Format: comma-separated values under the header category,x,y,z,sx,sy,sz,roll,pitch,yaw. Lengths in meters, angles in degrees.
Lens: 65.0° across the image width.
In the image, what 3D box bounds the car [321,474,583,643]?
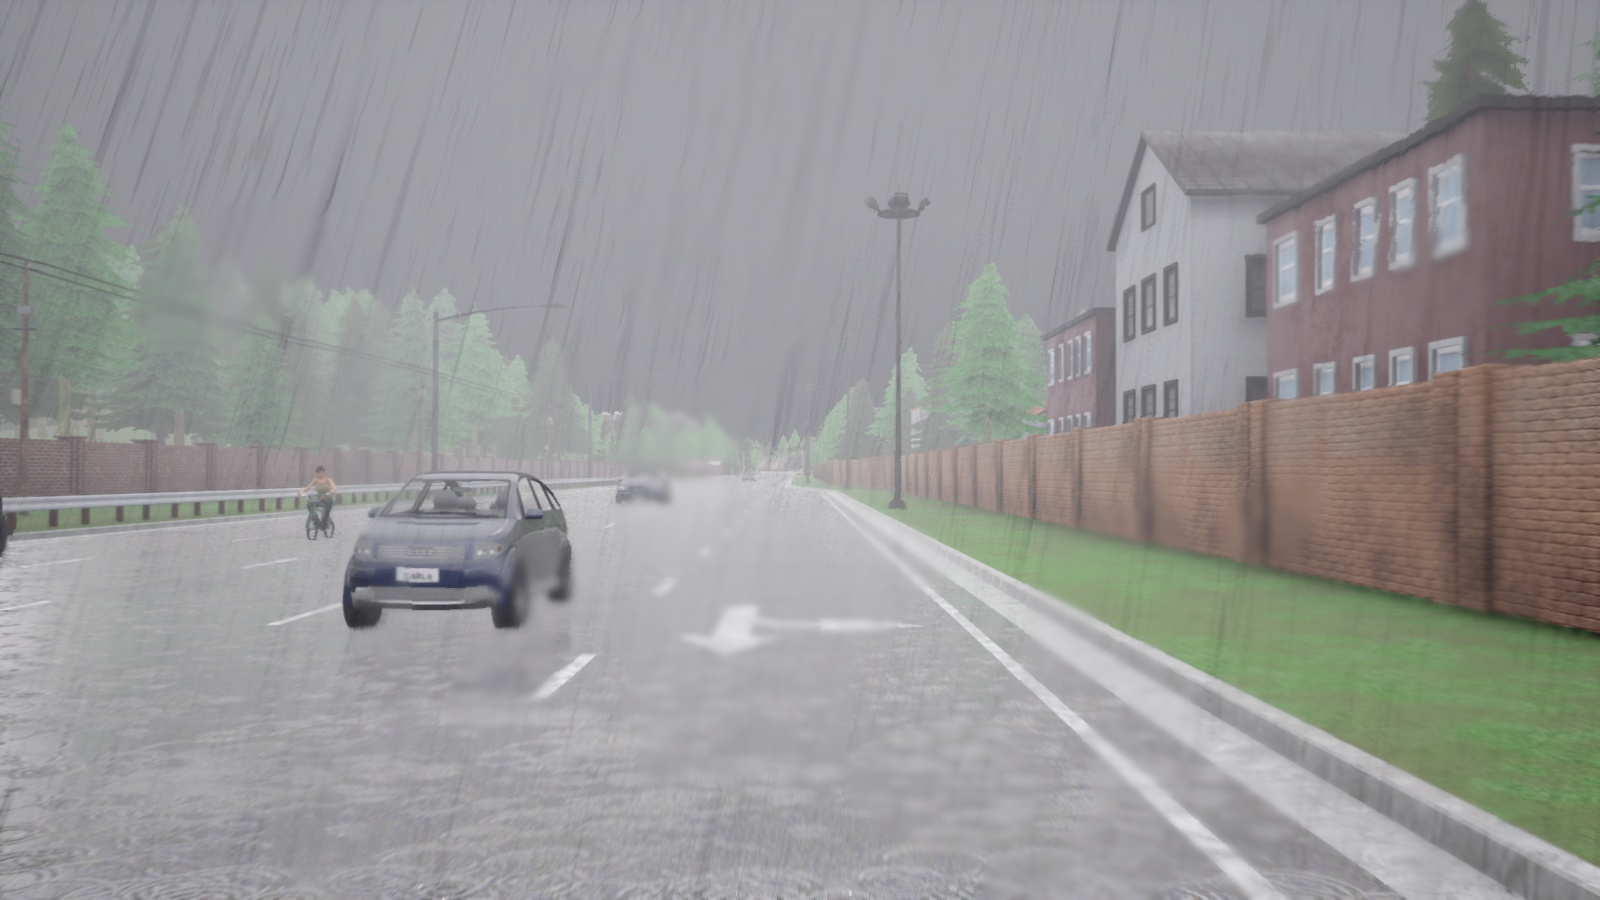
category,x,y,z,sx,sy,sz,roll,pitch,yaw
car,-3.533,1.035,13.446,1.789,1.549,3.705,0,-1,0

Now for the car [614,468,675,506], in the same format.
category,x,y,z,sx,sy,sz,roll,pitch,yaw
car,-7.141,1.668,57.968,2.242,1.667,4.611,0,-1,0

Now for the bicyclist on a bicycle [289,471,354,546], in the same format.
category,x,y,z,sx,sy,sz,roll,pitch,yaw
bicyclist on a bicycle,-10.563,1.264,27.778,0.866,1.612,1.509,0,-1,0

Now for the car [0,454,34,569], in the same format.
category,x,y,z,sx,sy,sz,roll,pitch,yaw
car,-14.048,0.998,19.529,1.905,1.878,3.866,0,-1,0
